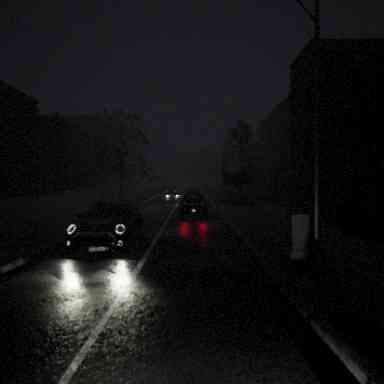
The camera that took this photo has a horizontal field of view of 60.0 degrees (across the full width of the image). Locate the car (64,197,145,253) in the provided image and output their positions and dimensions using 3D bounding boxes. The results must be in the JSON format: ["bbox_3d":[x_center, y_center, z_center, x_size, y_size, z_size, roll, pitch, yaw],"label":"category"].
[{"bbox_3d":[-3.098,1.124,12.601,2.097,1.767,4.553,0,2,0],"label":"car"}]

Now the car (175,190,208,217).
[{"bbox_3d":[0.101,0.856,23.265,2.128,1.511,4.902,0,2,0],"label":"car"}]

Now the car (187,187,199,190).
[{"bbox_3d":[0.103,0.146,41.774,1.837,1.490,4.892,0,2,0],"label":"car"}]

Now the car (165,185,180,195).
[{"bbox_3d":[-3.069,-0.299,53.187,1.837,1.490,4.892,0,2,0],"label":"car"}]
